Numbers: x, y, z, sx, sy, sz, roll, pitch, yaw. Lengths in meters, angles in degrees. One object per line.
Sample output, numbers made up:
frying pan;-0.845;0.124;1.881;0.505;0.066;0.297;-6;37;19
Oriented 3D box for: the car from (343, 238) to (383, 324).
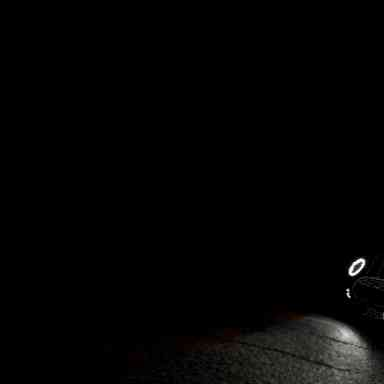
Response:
car;4.926;1.335;6.273;4.553;1.767;2.097;0;0;-33
